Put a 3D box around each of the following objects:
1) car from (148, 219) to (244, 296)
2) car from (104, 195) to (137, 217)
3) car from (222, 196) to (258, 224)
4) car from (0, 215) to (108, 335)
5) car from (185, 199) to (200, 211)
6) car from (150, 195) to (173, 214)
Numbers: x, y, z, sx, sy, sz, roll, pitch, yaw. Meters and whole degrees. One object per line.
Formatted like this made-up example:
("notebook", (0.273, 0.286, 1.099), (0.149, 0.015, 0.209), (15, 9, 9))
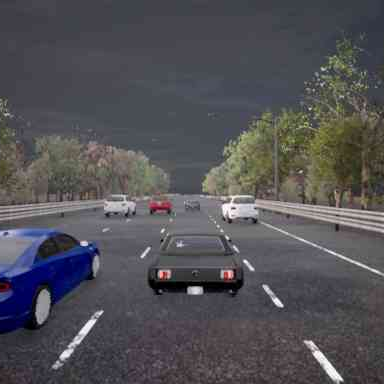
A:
("car", (0.102, 1.624, 8.662), (1.895, 1.301, 4.718), (0, 0, 1))
("car", (-6.896, 1.327, 32.435), (2.150, 2.045, 5.566), (0, 0, 1))
("car", (3.630, 1.303, 25.895), (2.150, 2.045, 5.566), (0, 0, -2))
("car", (-3.395, 1.496, 6.929), (1.882, 1.535, 5.008), (0, 0, 0))
("car", (0.121, 1.638, 43.191), (2.128, 1.511, 4.902), (0, 0, 0))
("car", (-3.378, 1.344, 36.992), (2.150, 2.045, 5.566), (0, 0, 0))
